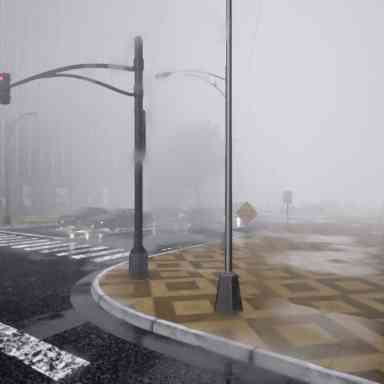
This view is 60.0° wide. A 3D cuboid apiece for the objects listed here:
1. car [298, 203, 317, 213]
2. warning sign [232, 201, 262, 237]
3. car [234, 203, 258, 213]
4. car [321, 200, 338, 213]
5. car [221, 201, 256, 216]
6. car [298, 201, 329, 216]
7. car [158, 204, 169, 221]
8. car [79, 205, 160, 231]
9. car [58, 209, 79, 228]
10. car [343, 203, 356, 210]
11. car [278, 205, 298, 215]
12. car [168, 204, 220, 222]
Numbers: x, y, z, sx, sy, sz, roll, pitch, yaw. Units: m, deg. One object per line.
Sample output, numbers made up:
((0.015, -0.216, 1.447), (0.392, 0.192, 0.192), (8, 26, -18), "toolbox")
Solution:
((19.003, 2.593, 54.792), (1.994, 1.385, 4.181), (0, -1, 33), "car")
((3.059, 1.454, 18.575), (1.300, 1.860, 1.060), (1, 1, 33), "warning sign")
((8.097, 2.370, 49.885), (1.812, 1.442, 4.674), (0, -1, 32), "car")
((21.758, 2.254, 53.066), (2.150, 2.045, 5.566), (0, -1, 33), "car")
((5.777, 2.034, 40.340), (2.097, 1.767, 4.553), (0, -1, 33), "car")
((16.241, 2.343, 44.374), (2.128, 1.511, 4.902), (0, -1, 33), "car")
((-2.861, 1.988, 32.905), (1.837, 1.490, 4.892), (0, -1, 33), "car")
((-4.950, 1.874, 23.625), (2.033, 1.411, 5.357), (0, -1, 33), "car")
((-7.822, 1.844, 25.153), (1.812, 1.442, 4.674), (0, -1, 31), "car")
((31.285, 2.837, 65.825), (1.812, 1.442, 4.674), (0, -1, 33), "car")
((13.571, 2.450, 46.225), (1.895, 1.301, 4.718), (0, -1, 33), "car")
((0.310, 1.992, 31.829), (2.128, 1.511, 4.902), (0, -1, 33), "car")
